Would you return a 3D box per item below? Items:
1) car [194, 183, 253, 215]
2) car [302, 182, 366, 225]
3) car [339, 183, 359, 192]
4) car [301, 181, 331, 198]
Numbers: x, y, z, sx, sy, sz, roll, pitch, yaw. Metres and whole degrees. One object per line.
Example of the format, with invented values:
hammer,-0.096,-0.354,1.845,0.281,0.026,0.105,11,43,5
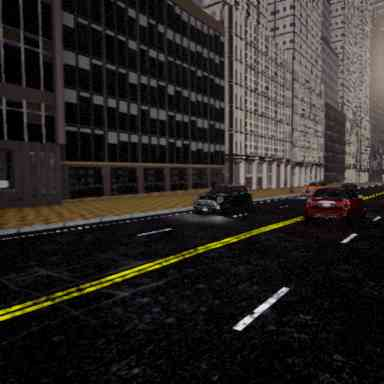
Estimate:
car,2.047,0.348,20.843,2.097,1.767,4.553,2,3,36
car,7.301,0.528,16.683,2.097,1.767,4.553,2,3,36
car,24.723,-0.739,52.278,1.994,1.385,4.181,2,3,36
car,14.061,-0.364,37.564,2.097,1.767,4.553,2,3,36
